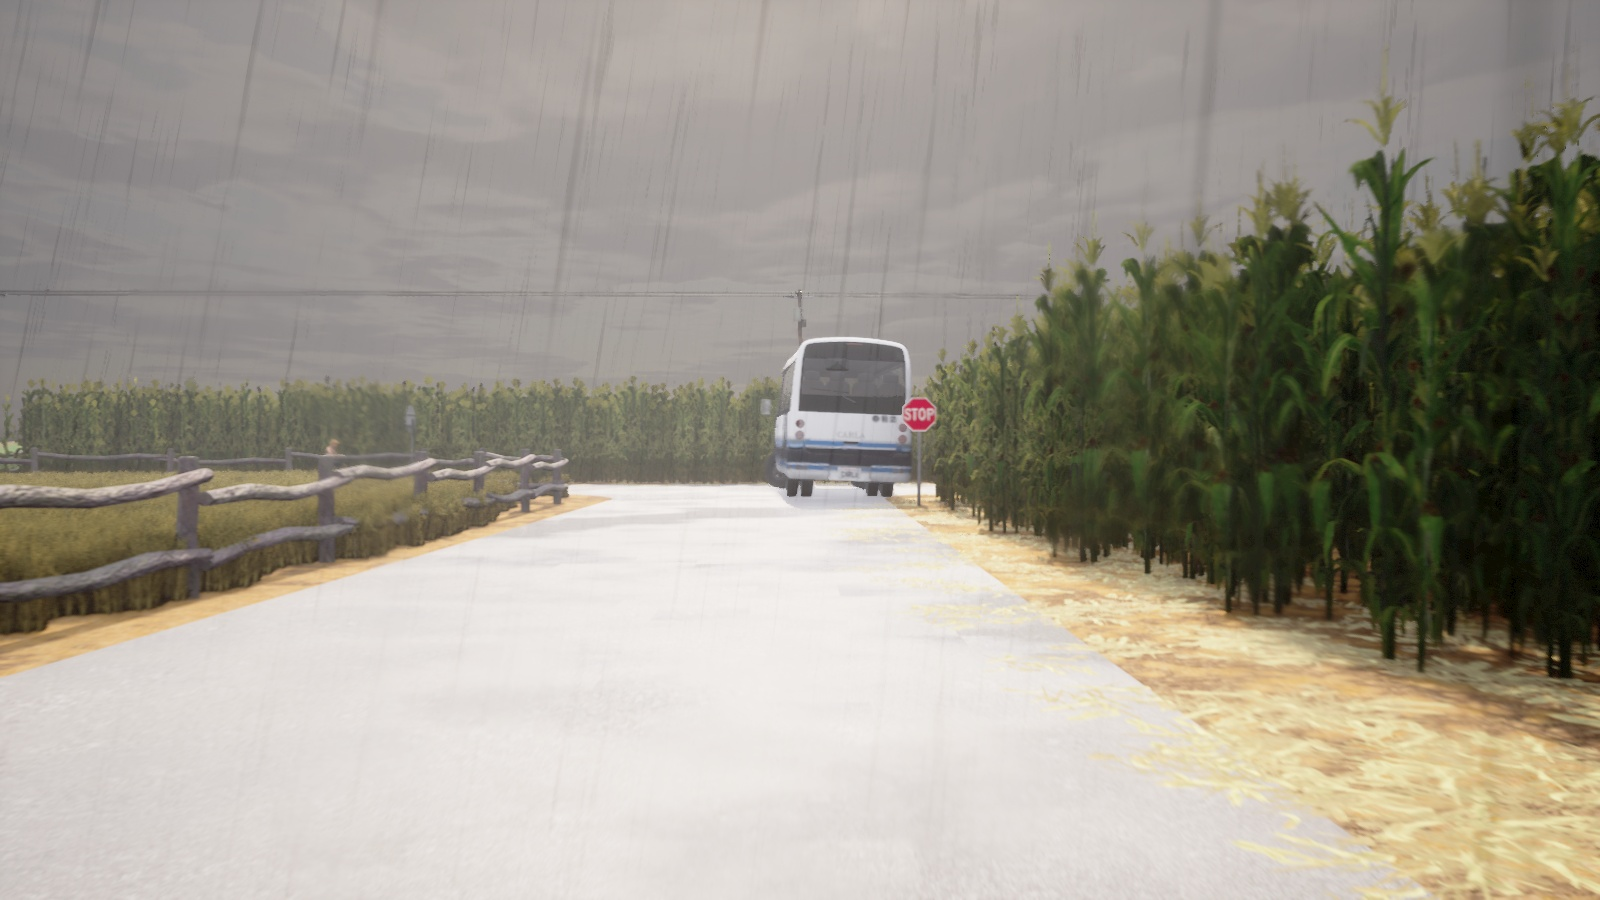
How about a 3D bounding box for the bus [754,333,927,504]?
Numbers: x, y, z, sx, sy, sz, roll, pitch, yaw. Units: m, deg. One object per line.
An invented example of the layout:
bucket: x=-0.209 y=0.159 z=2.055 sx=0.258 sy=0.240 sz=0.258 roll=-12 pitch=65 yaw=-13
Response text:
bus: x=0.883 y=-0.842 z=37.706 sx=3.944 sy=4.253 sz=10.273 roll=2 pitch=0 yaw=-4
